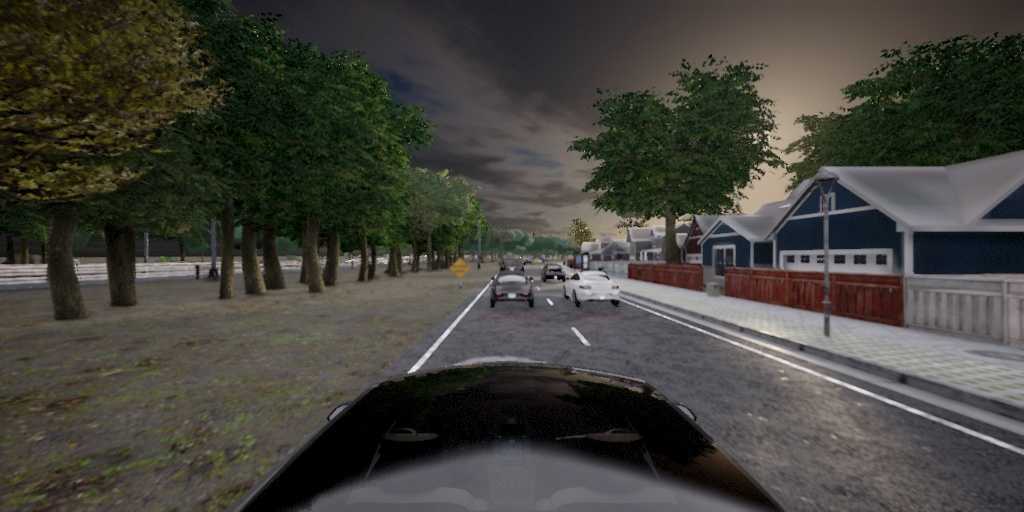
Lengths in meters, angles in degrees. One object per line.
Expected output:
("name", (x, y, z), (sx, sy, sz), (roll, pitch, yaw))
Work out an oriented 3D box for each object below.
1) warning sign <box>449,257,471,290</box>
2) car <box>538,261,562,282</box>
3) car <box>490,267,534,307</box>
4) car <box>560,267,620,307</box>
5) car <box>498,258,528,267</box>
("warning sign", (-3.048, 1.010, 21.082), (1.300, 1.860, 1.060), (0, 0, 0))
("car", (3.507, 1.458, 31.136), (1.837, 1.490, 4.892), (0, 0, 0))
("car", (0.005, 1.388, 16.232), (1.812, 1.442, 4.674), (0, 0, 0))
("car", (3.506, 1.388, 16.222), (1.812, 1.442, 4.674), (0, 0, 0))
("car", (0.004, 1.166, 30.852), (2.150, 2.045, 5.566), (0, 0, 0))
